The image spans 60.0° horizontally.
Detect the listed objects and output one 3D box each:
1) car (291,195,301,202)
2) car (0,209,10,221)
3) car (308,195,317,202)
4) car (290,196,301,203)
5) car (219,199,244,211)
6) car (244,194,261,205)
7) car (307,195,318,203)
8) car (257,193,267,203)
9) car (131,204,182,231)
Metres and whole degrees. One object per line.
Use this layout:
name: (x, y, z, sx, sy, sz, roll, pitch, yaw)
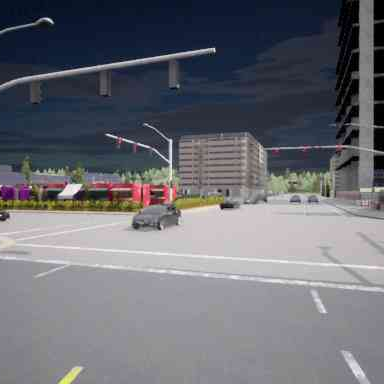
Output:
car: (24.609, 1.540, 78.480, 2.033, 1.411, 5.357, 0, 0, 19)
car: (-16.472, 1.619, 26.100, 4.181, 1.385, 1.994, 0, 0, 19)
car: (28.031, 1.524, 77.677, 1.812, 1.442, 4.674, 0, 0, 19)
car: (21.531, 1.555, 69.256, 1.994, 1.385, 4.181, 0, 0, 19)
car: (4.820, 1.601, 41.850, 1.895, 1.301, 4.718, 0, 0, 19)
car: (10.160, 1.492, 57.687, 2.128, 1.511, 4.902, 0, 0, 19)
car: (24.740, 1.541, 67.821, 2.033, 1.411, 5.357, 0, 0, 19)
car: (15.003, 1.220, 71.864, 2.150, 2.045, 5.566, 0, 0, 19)
car: (-2.102, 1.547, 21.229, 1.837, 1.490, 4.892, 0, 0, 19)
